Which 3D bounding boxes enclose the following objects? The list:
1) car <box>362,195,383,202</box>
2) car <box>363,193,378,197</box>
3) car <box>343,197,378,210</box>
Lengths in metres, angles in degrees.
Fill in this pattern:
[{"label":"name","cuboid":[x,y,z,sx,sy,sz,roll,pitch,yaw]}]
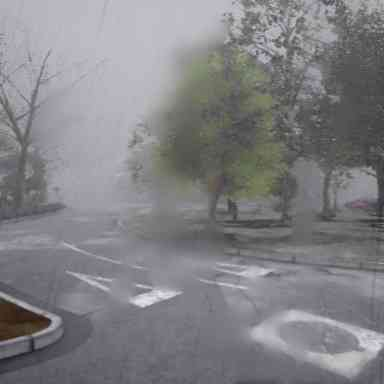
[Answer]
[{"label":"car","cuboid":[40.908,1.485,74.707,4.674,1.452,2.002,1,1,37]},{"label":"car","cuboid":[37.603,1.352,70.287,4.553,1.767,2.185,1,1,37]},{"label":"car","cuboid":[21.706,1.649,42.732,4.181,1.385,1.994,1,0,32]}]
